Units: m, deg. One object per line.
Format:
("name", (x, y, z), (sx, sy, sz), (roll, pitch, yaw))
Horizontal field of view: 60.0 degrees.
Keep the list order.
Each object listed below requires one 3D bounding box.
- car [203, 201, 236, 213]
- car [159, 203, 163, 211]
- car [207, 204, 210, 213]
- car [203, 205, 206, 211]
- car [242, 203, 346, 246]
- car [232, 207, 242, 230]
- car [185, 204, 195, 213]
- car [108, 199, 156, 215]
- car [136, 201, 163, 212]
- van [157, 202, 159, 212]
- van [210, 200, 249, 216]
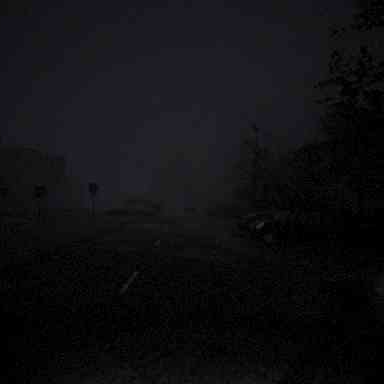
("car", (4.661, 2.551, 57.308), (5.566, 2.045, 2.435), (1, -2, -1))
("car", (-7.493, 2.201, 53.358), (5.566, 2.045, 2.435), (1, -2, -1))
("car", (5.031, 2.291, 43.470), (5.366, 1.575, 1.946), (1, -2, -1))
("car", (4.740, 2.325, 51.850), (5.566, 2.045, 2.435), (1, -2, -1))
("car", (5.119, 1.651, 16.717), (4.553, 1.767, 2.185), (1, -1, 0))
("car", (5.041, 1.856, 19.885), (4.674, 1.452, 2.002), (1, -1, 0))
("car", (-0.312, 2.780, 56.941), (2.033, 1.411, 5.357), (1, -2, 0))
("car", (-7.584, 2.034, 41.208), (5.366, 1.575, 1.946), (1, -2, -1))
("car", (-7.578, 2.577, 59.300), (4.553, 1.767, 2.185), (1, -2, -1))
("van", (-7.338, 2.003, 47.170), (4.442, 1.987, 1.878), (1, -2, -1))
("van", (4.760, 1.982, 40.681), (4.442, 1.987, 1.878), (1, -2, -1))
